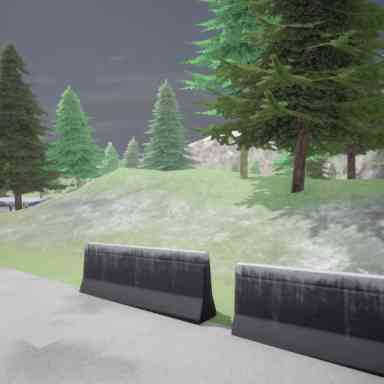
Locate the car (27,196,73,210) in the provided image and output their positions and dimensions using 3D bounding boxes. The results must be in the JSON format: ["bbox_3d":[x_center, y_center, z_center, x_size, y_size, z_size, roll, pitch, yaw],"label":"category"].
[{"bbox_3d":[-18.462,1.374,42.803,5.008,1.535,1.882,0,0,-42],"label":"car"}]

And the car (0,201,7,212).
[{"bbox_3d":[-21.870,1.397,34.400,2.128,1.511,4.902,0,0,42],"label":"car"}]
